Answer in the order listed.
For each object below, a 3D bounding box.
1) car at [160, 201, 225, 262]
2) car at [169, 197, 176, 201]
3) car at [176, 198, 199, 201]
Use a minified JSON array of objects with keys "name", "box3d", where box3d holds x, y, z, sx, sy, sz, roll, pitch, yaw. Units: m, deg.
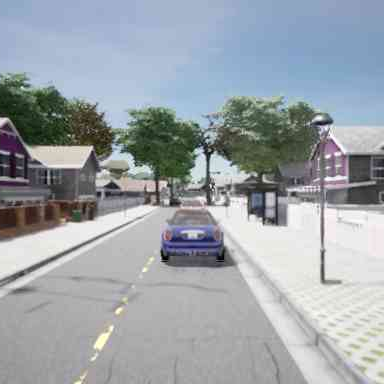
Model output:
[{"name":"car","box3d":[0.042,1.397,12.511,2.097,1.767,4.553,0,0,0]},{"name":"car","box3d":[-2.816,1.677,55.784,1.882,1.535,5.008,0,0,0]},{"name":"car","box3d":[0.042,1.451,27.517,2.097,1.767,4.553,0,0,1]}]
